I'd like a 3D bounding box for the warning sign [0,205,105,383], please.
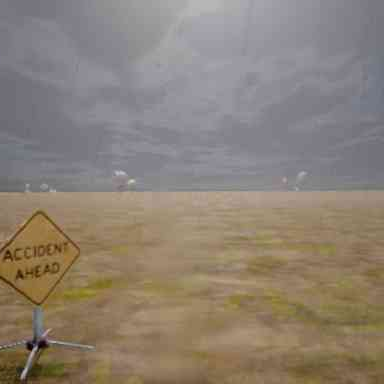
[{"bbox_3d":[-1.982,1.126,4.284,1.060,1.860,1.300,0,0,37],"label":"warning sign"}]
